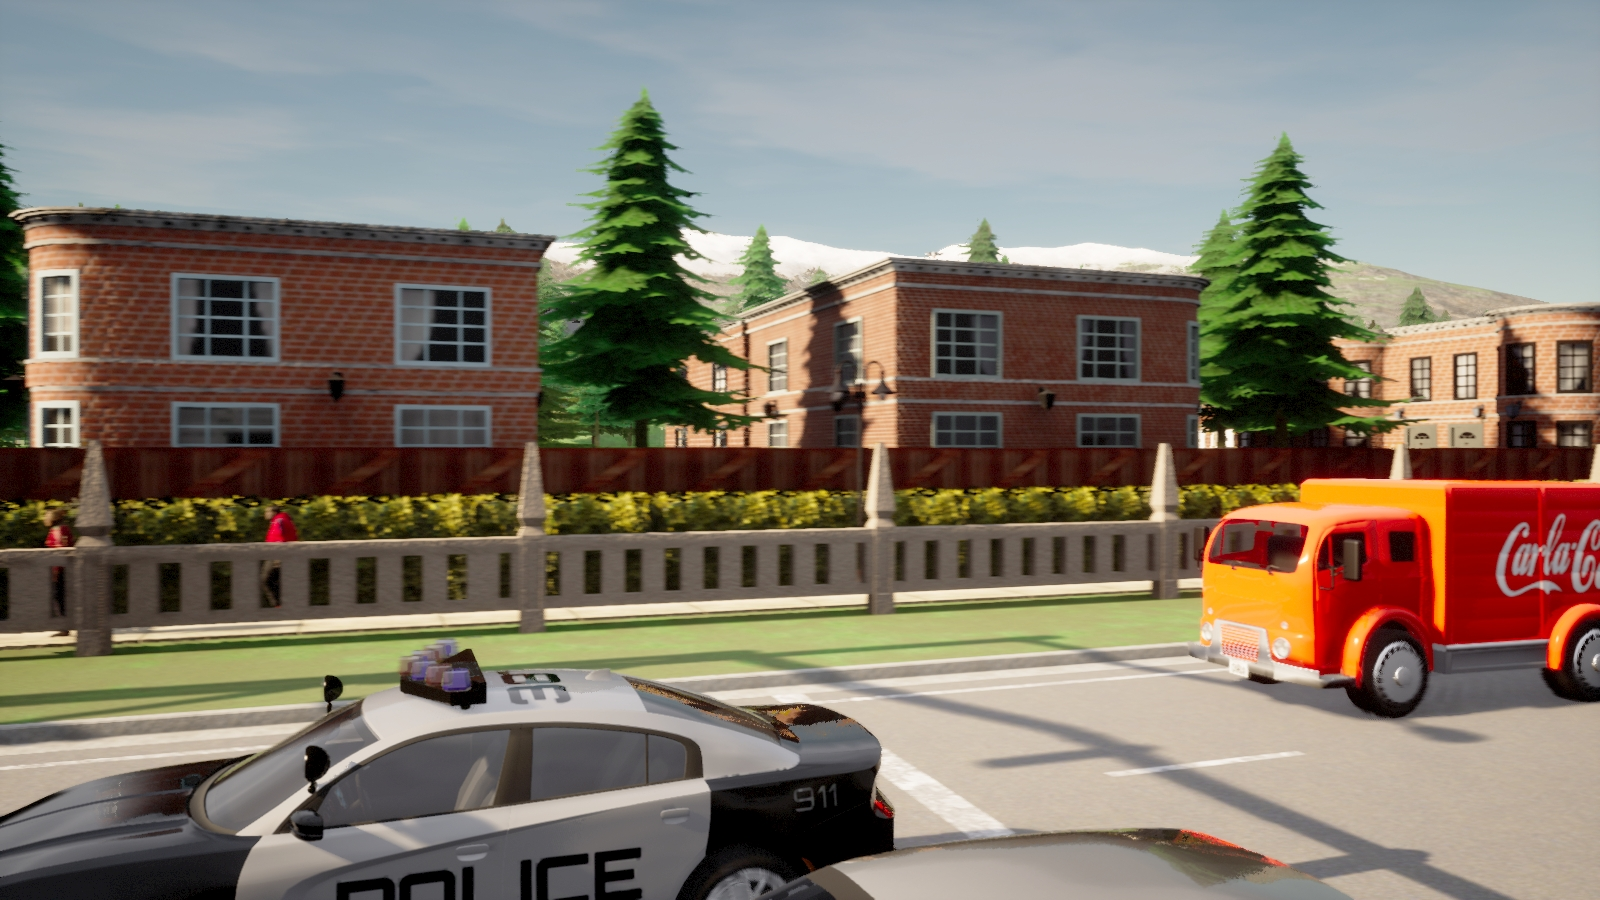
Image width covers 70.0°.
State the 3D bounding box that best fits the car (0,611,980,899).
[{"bbox_3d":[-1.831,1.982,6.356,5.238,1.638,2.097,0,0,-20],"label":"car"}]

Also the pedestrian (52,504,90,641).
[{"bbox_3d":[-10.203,1.702,15.991,0.375,1.860,0.375,0,0,-20],"label":"pedestrian"}]

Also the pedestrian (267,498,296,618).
[{"bbox_3d":[-8.233,1.701,18.159,0.375,1.860,0.375,0,0,-17],"label":"pedestrian"}]

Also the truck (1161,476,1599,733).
[{"bbox_3d":[7.239,1.575,13.377,5.204,2.467,2.627,1,0,-20],"label":"truck"}]

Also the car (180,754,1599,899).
[{"bbox_3d":[0.377,2.065,3.438,4.193,1.474,1.816,0,0,-20],"label":"car"}]
